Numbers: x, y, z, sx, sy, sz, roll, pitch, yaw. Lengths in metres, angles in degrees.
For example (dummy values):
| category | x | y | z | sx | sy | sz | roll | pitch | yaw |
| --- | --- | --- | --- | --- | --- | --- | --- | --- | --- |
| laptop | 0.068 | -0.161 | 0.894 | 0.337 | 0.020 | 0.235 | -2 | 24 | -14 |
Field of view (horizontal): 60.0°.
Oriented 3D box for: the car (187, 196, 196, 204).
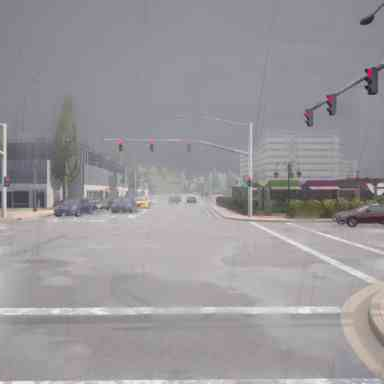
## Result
| category | x | y | z | sx | sy | sz | roll | pitch | yaw |
| --- | --- | --- | --- | --- | --- | --- | --- | --- | --- |
| car | -0.075 | 1.491 | 64.652 | 2.128 | 1.511 | 4.902 | 0 | 0 | 0 |

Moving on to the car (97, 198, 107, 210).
| category | x | y | z | sx | sy | sz | roll | pitch | yaw |
| --- | --- | --- | --- | --- | --- | --- | --- | --- | --- |
| car | -10.642 | 1.492 | 40.505 | 2.128 | 1.511 | 4.902 | 0 | 0 | 0 |

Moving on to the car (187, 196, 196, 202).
| category | x | y | z | sx | sy | sz | roll | pitch | yaw |
| --- | --- | --- | --- | --- | --- | --- | --- | --- | --- |
| car | -0.088 | 1.468 | 74.958 | 1.895 | 1.301 | 4.718 | 0 | 0 | 0 |

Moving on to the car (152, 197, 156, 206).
| category | x | y | z | sx | sy | sz | roll | pitch | yaw |
| --- | --- | --- | --- | --- | --- | --- | --- | --- | --- |
| car | -7.137 | 1.526 | 56.261 | 1.812 | 1.442 | 4.674 | 0 | 0 | 0 |

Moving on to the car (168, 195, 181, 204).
| category | x | y | z | sx | sy | sz | roll | pitch | yaw |
| --- | --- | --- | --- | --- | --- | --- | --- | --- | --- |
| car | -3.575 | 1.547 | 64.648 | 2.033 | 1.411 | 5.357 | 0 | 0 | 0 |

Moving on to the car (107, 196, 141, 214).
| category | x | y | z | sx | sy | sz | roll | pitch | yaw |
| --- | --- | --- | --- | --- | --- | --- | --- | --- | --- |
| car | -7.130 | 1.351 | 35.426 | 2.097 | 1.767 | 4.553 | 0 | 0 | 0 |

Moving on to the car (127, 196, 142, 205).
| category | x | y | z | sx | sy | sz | roll | pitch | yaw |
| --- | --- | --- | --- | --- | --- | --- | --- | --- | --- |
| car | -10.632 | 1.505 | 61.498 | 1.837 | 1.490 | 4.892 | 0 | 0 | 0 |

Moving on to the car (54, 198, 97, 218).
| category | x | y | z | sx | sy | sz | roll | pitch | yaw |
| --- | --- | --- | --- | --- | --- | --- | --- | --- | --- |
| car | -10.820 | 1.351 | 30.571 | 2.097 | 1.767 | 4.553 | 0 | 0 | 3 |

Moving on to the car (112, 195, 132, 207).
| category | x | y | z | sx | sy | sz | roll | pitch | yaw |
| --- | --- | --- | --- | --- | --- | --- | --- | --- | --- |
| car | -10.647 | 1.351 | 51.189 | 2.097 | 1.767 | 4.553 | 0 | 0 | 0 |

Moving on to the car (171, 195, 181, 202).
| category | x | y | z | sx | sy | sz | roll | pitch | yaw |
| --- | --- | --- | --- | --- | --- | --- | --- | --- | --- |
| car | -3.587 | 1.425 | 74.922 | 1.994 | 1.385 | 4.181 | 0 | 0 | 0 |

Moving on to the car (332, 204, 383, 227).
| category | x | y | z | sx | sy | sz | roll | pitch | yaw |
| --- | --- | --- | --- | --- | --- | --- | --- | --- | --- |
| car | 11.780 | 1.526 | 21.998 | 4.674 | 1.442 | 1.812 | 0 | 0 | 1 |

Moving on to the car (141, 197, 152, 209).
| category | x | y | z | sx | sy | sz | roll | pitch | yaw |
| --- | --- | --- | --- | --- | --- | --- | --- | --- | --- |
| car | -7.140 | 1.477 | 45.818 | 1.882 | 1.535 | 5.008 | 0 | 0 | 0 |
